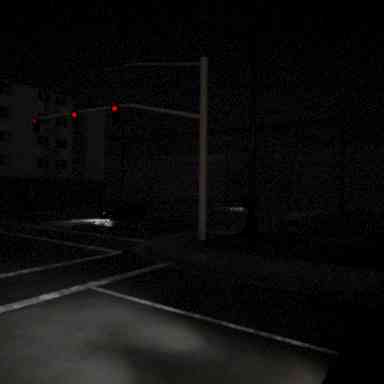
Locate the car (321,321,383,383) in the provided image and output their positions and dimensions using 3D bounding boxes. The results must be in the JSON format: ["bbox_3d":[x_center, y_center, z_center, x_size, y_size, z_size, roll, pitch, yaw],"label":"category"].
[{"bbox_3d":[3.154,1.602,1.703,4.718,1.301,1.895,0,0,36],"label":"car"}]

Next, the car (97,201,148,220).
[{"bbox_3d":[-5.511,1.398,26.764,1.994,1.385,4.181,1,1,35],"label":"car"}]

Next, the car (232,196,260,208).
[{"bbox_3d":[7.328,1.314,44.768,1.837,1.490,4.892,0,0,44],"label":"car"}]
